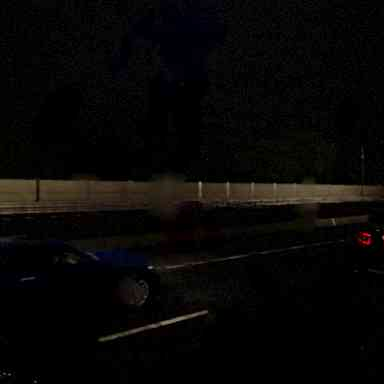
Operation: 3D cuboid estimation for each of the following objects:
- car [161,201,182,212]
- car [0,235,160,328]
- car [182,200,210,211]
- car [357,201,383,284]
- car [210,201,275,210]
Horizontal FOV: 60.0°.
[{"bbox_3d":[-0.502,1.489,29.441,4.674,1.442,1.812,0,0,-36],"label":"car"},{"bbox_3d":[-2.822,1.523,6.034,4.674,1.442,1.812,0,0,-36],"label":"car"},{"bbox_3d":[2.009,1.454,26.933,4.902,1.511,2.128,0,0,-36],"label":"car"},{"bbox_3d":[6.368,1.200,8.296,5.566,2.045,2.150,0,0,-36],"label":"car"},{"bbox_3d":[4.065,1.454,24.101,4.902,1.511,2.128,0,0,-36],"label":"car"}]
